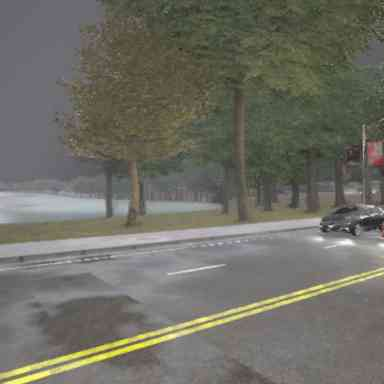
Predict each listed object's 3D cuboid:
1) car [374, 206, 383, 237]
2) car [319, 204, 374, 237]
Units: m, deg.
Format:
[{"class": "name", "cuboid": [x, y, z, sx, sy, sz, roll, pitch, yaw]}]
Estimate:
[{"class": "car", "cuboid": [10.731, 1.306, 15.325, 4.553, 1.767, 2.097, 0, 0, -35]}, {"class": "car", "cuboid": [8.883, 1.460, 17.998, 4.892, 1.490, 1.837, 0, 0, -35]}]
